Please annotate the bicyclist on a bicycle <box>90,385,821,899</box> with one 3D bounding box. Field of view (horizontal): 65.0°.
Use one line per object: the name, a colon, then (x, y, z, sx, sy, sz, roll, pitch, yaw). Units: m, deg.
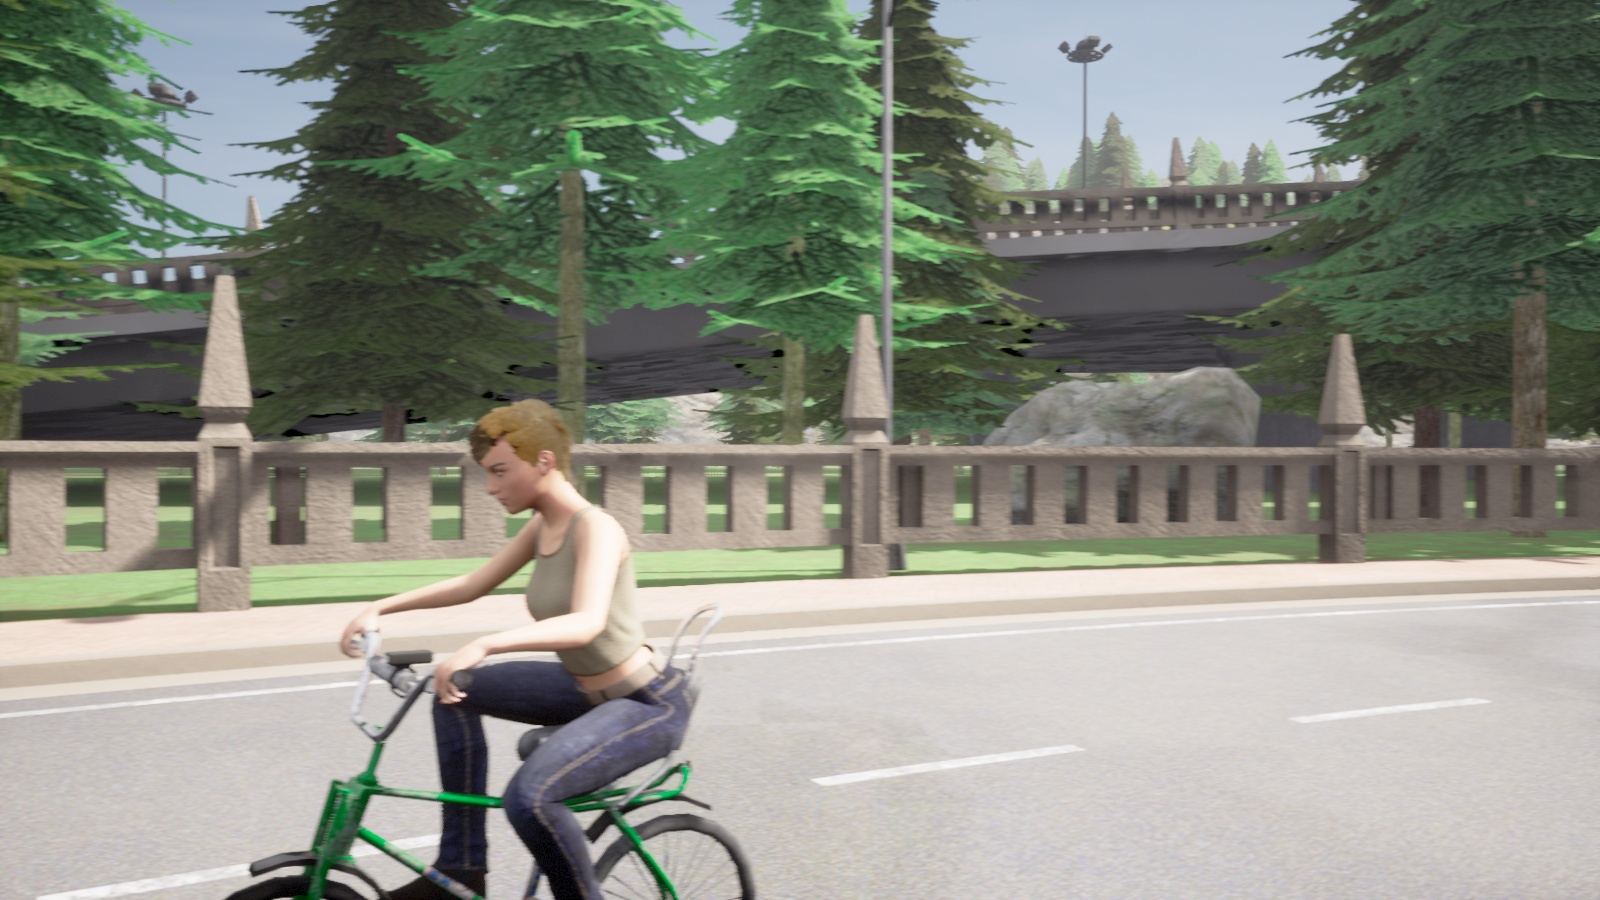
bicyclist on a bicycle: (-0.821, 0.686, 3.017, 1.509, 1.612, 0.866, 0, 0, -32)
